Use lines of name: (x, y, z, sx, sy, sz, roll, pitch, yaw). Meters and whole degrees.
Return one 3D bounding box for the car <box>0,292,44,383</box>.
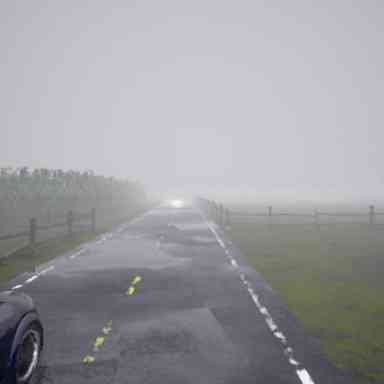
car: (-2.851, 1.566, 2.495, 1.994, 1.385, 4.181, 0, 0, 0)
